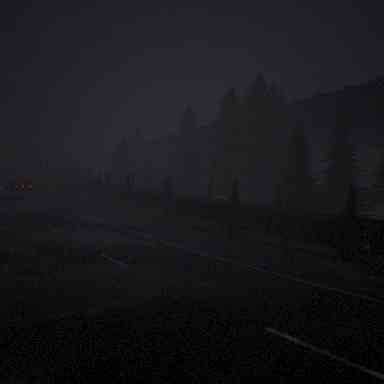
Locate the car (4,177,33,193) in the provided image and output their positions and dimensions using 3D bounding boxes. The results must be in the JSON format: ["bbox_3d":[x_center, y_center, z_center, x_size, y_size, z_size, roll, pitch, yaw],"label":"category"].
[{"bbox_3d":[-17.074,-0.758,32.662,2.033,1.411,5.357,2,5,-37],"label":"car"}]
